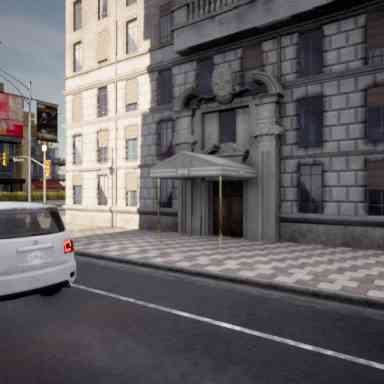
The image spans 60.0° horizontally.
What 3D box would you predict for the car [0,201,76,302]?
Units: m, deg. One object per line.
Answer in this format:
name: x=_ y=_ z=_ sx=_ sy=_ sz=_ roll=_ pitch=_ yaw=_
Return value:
car: x=-4.924 y=1.221 z=7.395 sx=5.566 sy=2.045 sz=2.150 roll=0 pitch=0 yaw=35
